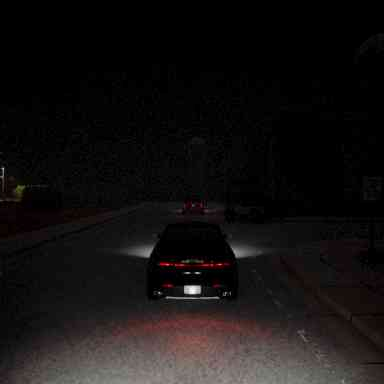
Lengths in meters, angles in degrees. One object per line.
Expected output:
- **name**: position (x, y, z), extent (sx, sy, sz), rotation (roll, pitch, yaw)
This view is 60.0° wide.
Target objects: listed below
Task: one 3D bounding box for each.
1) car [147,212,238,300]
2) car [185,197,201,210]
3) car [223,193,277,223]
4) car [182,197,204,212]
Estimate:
- **car**: position (0.012, 1.492, 8.353), extent (1.837, 1.490, 4.892), rotation (0, 0, 0)
- **car**: position (0.131, 1.472, 43.724), extent (2.033, 1.411, 5.357), rotation (0, 0, 0)
- **car**: position (4.191, 1.116, 24.118), extent (1.905, 1.878, 3.866), rotation (-8, 4, -42)
- **car**: position (0.121, 1.295, 33.605), extent (2.097, 1.767, 4.553), rotation (0, 0, 0)
